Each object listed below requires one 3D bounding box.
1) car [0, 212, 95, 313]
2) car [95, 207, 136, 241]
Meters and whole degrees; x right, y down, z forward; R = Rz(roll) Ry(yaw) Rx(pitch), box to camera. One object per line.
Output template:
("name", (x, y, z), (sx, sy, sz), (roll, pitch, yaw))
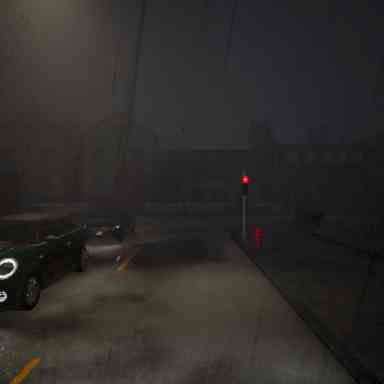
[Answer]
("car", (-4.076, 1.348, 7.775), (2.097, 1.767, 4.553), (0, 0, 0))
("car", (-4.001, 1.519, 16.675), (1.812, 1.442, 4.674), (0, 0, 0))
